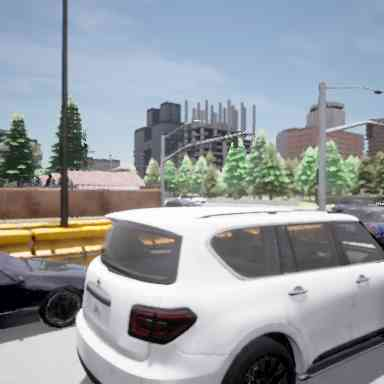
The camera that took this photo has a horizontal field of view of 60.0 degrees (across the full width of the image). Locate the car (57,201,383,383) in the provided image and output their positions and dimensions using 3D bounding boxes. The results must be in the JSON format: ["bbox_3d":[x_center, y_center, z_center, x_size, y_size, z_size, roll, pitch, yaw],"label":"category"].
[{"bbox_3d":[1.314,1.229,4.679,5.566,2.045,2.150,1,0,-34],"label":"car"}]

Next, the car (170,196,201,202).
[{"bbox_3d":[-1.455,1.618,43.817,2.033,1.411,5.357,0,0,-33],"label":"car"}]

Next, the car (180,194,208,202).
[{"bbox_3d":[0.102,1.303,47.824,2.150,2.045,5.566,0,0,-33],"label":"car"}]

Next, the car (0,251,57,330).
[{"bbox_3d":[-3.965,1.546,5.224,5.357,1.411,2.033,0,0,-35],"label":"car"}]
